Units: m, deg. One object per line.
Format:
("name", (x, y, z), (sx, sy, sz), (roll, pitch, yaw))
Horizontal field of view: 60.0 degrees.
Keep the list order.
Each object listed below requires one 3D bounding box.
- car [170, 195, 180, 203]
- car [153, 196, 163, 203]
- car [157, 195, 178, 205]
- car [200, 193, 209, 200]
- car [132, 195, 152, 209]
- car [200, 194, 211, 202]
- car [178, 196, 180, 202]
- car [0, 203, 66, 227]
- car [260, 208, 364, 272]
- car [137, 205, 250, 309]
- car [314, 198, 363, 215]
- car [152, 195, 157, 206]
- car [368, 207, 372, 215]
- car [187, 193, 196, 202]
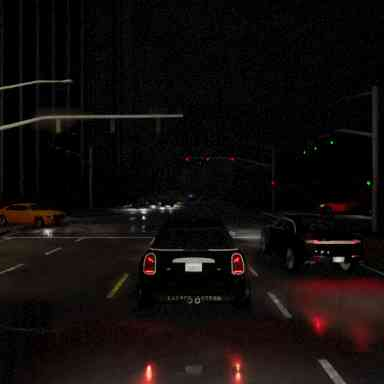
("car", (-3.640, 1.500, 72.628), (1.837, 1.490, 4.892), (0, 0, 0))
("car", (-7.135, 1.524, 70.104), (1.812, 1.442, 4.674), (0, 0, 0))
("car", (-3.687, 1.547, 50.837), (2.033, 1.411, 5.357), (0, 0, 0))
("car", (3.331, 1.216, 87.535), (2.097, 1.767, 4.553), (0, 0, 0))
("car", (-7.183, 1.526, 46.515), (1.812, 1.442, 4.674), (0, 0, 0))
("car", (3.350, 1.519, 77.455), (1.812, 1.442, 4.674), (0, 0, 0))
("car", (-3.688, 1.491, 60.339), (2.128, 1.511, 4.902), (0, 0, 0))
("car", (-11.007, 1.519, 22.702), (5.008, 1.535, 1.882), (-1, -1, 19))
("car", (3.598, 1.492, 10.823), (2.128, 1.511, 4.902), (0, 0, -3))
("car", (0.042, 1.352, 8.012), (2.097, 1.767, 4.553), (0, 0, 0))
("car", (15.149, 1.409, 34.722), (4.553, 1.767, 2.097), (0, 0, 1))
("car", (-7.194, 1.352, 56.190), (2.097, 1.767, 4.553), (0, 0, 0))
("car", (19.039, 1.581, 31.190), (4.674, 1.442, 1.812), (0, 0, 0))
("car", (-0.150, 1.591, 77.547), (1.895, 1.301, 4.718), (0, 0, 0))
